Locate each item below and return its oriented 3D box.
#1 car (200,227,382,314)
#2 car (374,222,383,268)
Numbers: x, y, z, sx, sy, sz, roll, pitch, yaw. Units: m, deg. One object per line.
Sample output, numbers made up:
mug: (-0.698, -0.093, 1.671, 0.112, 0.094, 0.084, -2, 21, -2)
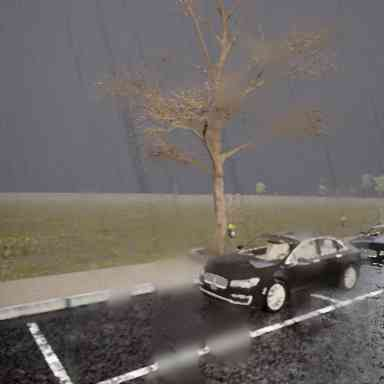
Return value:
car: (2.201, 1.613, 7.659, 4.403, 1.369, 2.008, 1, 0, -35)
car: (6.803, 1.670, 10.943, 4.403, 1.369, 2.008, 1, 0, -35)
